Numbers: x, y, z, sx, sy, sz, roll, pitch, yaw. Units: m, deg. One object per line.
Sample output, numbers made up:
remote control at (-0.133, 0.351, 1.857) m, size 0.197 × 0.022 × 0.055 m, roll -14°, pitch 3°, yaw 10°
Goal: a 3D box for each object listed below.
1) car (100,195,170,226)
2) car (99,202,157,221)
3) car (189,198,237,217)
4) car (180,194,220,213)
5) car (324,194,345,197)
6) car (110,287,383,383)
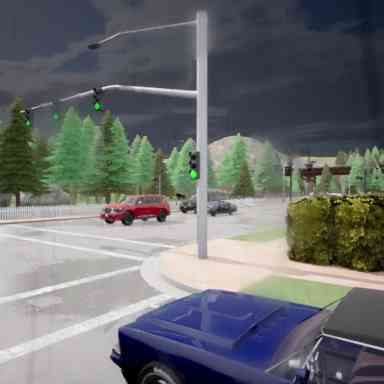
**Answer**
car at (-3.951, 1.221, 24.227) m, size 2.150 × 2.045 × 5.566 m, roll 0°, pitch 0°, yaw 38°
car at (-5.299, 1.601, 28.161) m, size 1.895 × 1.301 × 4.718 m, roll 0°, pitch 0°, yaw 38°
car at (2.416, 1.547, 32.257) m, size 2.033 × 1.411 × 5.357 m, roll 0°, pitch 0°, yaw 38°
car at (1.036, 1.221, 36.144) m, size 2.150 × 2.045 × 5.566 m, roll 0°, pitch 0°, yaw 39°
car at (16.860, 1.221, 38.923) m, size 2.150 × 2.045 × 5.566 m, roll 0°, pitch 0°, yaw 38°
car at (1.467, 1.601, 2.919) m, size 4.718 × 1.301 × 1.895 m, roll 0°, pitch 0°, yaw 36°
